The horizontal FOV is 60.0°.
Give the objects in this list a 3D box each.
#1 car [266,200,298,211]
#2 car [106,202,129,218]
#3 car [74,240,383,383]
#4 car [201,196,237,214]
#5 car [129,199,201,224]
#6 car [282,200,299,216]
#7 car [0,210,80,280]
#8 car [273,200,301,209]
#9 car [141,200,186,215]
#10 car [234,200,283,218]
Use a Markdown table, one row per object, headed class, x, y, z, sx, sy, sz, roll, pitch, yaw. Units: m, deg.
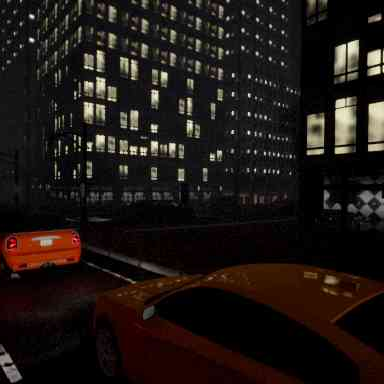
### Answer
| class | x | y | z | sx | sy | sz | roll | pitch | yaw |
| --- | --- | --- | --- | --- | --- | --- | --- | --- | --- |
| car | 12.377 | 1.843 | 45.790 | 4.674 | 1.442 | 1.812 | 1 | 0 | -39 |
| car | -5.693 | 1.644 | 31.266 | 4.674 | 1.442 | 1.812 | 1 | 1 | -37 |
| car | 0.721 | 1.477 | 3.286 | 1.882 | 1.535 | 5.008 | 0 | 0 | -40 |
| car | 3.039 | 1.438 | 38.286 | 5.566 | 2.045 | 2.150 | 1 | 0 | -39 |
| car | -2.097 | 1.525 | 26.727 | 5.009 | 1.841 | 2.192 | 1 | 0 | -39 |
| car | 11.077 | 1.937 | 37.342 | 4.206 | 1.307 | 1.802 | 1 | 0 | -39 |
| car | -5.179 | 1.347 | 10.361 | 2.097 | 1.767 | 4.553 | 0 | 0 | -40 |
| car | 14.597 | 1.883 | 50.937 | 4.313 | 1.339 | 1.947 | 1 | 0 | -39 |
| car | -3.099 | 1.649 | 36.683 | 4.829 | 1.417 | 1.752 | 1 | 0 | -39 |
| car | 6.817 | 1.834 | 33.910 | 4.829 | 1.417 | 1.752 | 1 | 0 | -39 |
